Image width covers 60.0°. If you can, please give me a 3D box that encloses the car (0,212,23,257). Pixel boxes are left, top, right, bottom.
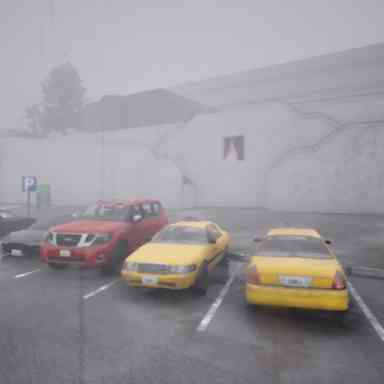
[{"bbox_3d":[-4.986,1.579,13.007,2.163,1.488,4.792,0,-1,15],"label":"car"}]

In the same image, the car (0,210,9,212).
[{"bbox_3d":[-9.873,1.592,16.516,2.097,1.535,5.008,0,-1,16],"label":"car"}]

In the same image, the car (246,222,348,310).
[{"bbox_3d":[2.393,1.498,7.989,1.946,1.575,5.366,0,-1,16],"label":"car"}]

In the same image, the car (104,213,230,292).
[{"bbox_3d":[-0.143,1.507,9.370,1.946,1.575,5.366,0,-1,16],"label":"car"}]

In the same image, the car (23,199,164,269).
[{"bbox_3d":[-2.539,1.279,11.268,2.435,2.045,5.566,0,-1,15],"label":"car"}]
